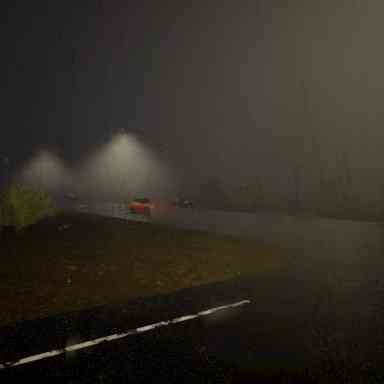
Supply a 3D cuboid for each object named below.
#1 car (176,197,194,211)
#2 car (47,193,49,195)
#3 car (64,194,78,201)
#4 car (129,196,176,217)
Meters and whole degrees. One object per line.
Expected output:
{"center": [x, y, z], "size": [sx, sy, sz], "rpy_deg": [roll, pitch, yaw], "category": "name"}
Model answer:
{"center": [-1.714, 1.356, 38.598], "size": [2.128, 1.511, 4.902], "rpy_deg": [0, 0, -37], "category": "car"}
{"center": [-38.081, 1.013, 86.541], "size": [1.837, 1.490, 4.892], "rpy_deg": [0, 0, -37], "category": "car"}
{"center": [-25.571, 1.170, 70.049], "size": [2.128, 1.511, 4.902], "rpy_deg": [0, 0, -37], "category": "car"}
{"center": [-3.839, 1.253, 29.820], "size": [2.097, 1.767, 4.553], "rpy_deg": [0, 0, -37], "category": "car"}
